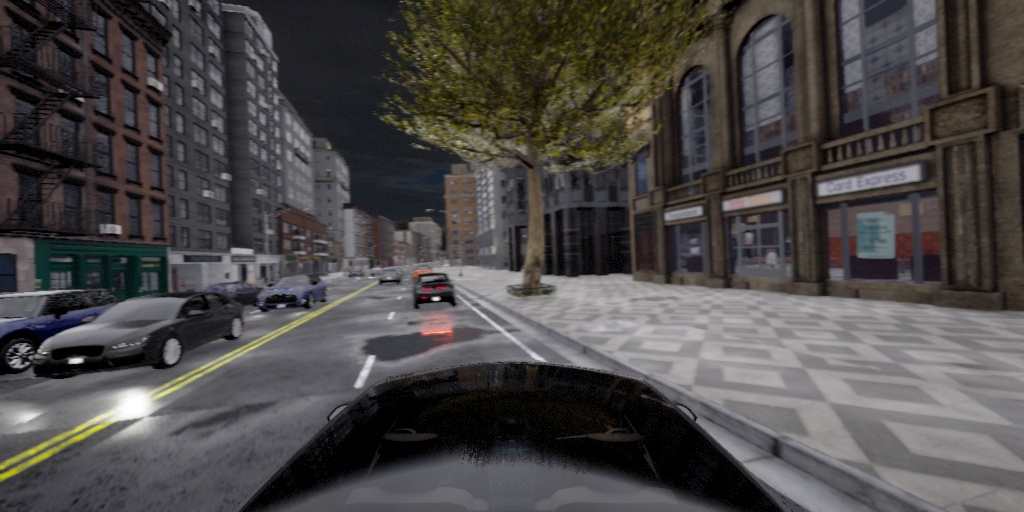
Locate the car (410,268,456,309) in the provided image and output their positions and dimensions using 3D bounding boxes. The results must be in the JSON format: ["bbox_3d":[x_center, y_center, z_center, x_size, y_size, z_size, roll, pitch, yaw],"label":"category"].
[{"bbox_3d":[-3.799,1.557,17.243,1.837,1.490,4.892,-2,0,-15],"label":"car"}]

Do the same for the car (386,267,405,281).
[{"bbox_3d":[-14.904,2.260,46.133,2.033,1.411,5.357,-2,0,-15],"label":"car"}]

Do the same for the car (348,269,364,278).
[{"bbox_3d":[-24.593,2.746,56.630,1.994,1.385,4.181,-2,0,-14],"label":"car"}]

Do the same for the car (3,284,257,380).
[{"bbox_3d":[-8.462,1.685,8.780,1.837,1.490,4.892,-2,-1,-15],"label":"car"}]

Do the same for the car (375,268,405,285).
[{"bbox_3d":[-12.236,2.105,36.155,1.994,1.385,4.181,-2,0,-14],"label":"car"}]

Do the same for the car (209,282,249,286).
[{"bbox_3d":[-14.278,2.052,17.969,2.033,1.411,5.357,-2,0,-15],"label":"car"}]

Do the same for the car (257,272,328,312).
[{"bbox_3d":[-11.026,1.721,18.363,2.097,1.767,4.553,-2,0,-15],"label":"car"}]

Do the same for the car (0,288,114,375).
[{"bbox_3d":[-11.814,1.675,8.715,2.097,1.767,4.553,-2,0,-15],"label":"car"}]

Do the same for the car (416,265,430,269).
[{"bbox_3d":[-9.958,1.820,40.158,2.097,1.767,4.553,-2,0,-15],"label":"car"}]

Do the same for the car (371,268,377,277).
[{"bbox_3d":[-21.442,2.580,57.417,1.812,1.442,4.674,-2,0,-14],"label":"car"}]
